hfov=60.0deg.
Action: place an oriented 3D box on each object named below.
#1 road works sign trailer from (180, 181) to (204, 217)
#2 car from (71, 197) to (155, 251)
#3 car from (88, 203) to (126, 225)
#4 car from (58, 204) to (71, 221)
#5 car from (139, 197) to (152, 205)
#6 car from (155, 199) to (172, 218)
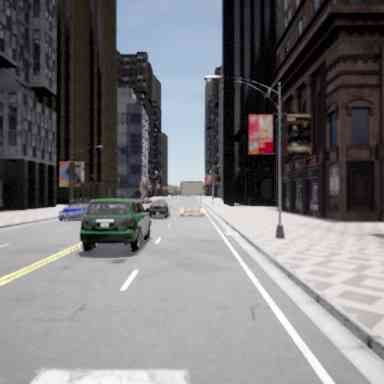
[{"bbox_3d":[0.010,0.652,33.679,2.380,3.560,2.880,0,0,0],"label":"road works sign trailer"},{"bbox_3d":[-3.145,1.298,14.661,2.150,2.045,5.566,0,0,0],"label":"car"},{"bbox_3d":[-6.589,1.669,26.349,1.812,1.442,4.674,0,0,0],"label":"car"},{"bbox_3d":[-9.838,1.682,28.577,1.812,1.442,4.674,0,0,0],"label":"car"},{"bbox_3d":[-9.731,1.871,70.041,1.882,1.535,5.008,0,0,0],"label":"car"},{"bbox_3d":[-3.140,1.687,32.817,1.837,1.490,4.892,0,0,0],"label":"car"}]
